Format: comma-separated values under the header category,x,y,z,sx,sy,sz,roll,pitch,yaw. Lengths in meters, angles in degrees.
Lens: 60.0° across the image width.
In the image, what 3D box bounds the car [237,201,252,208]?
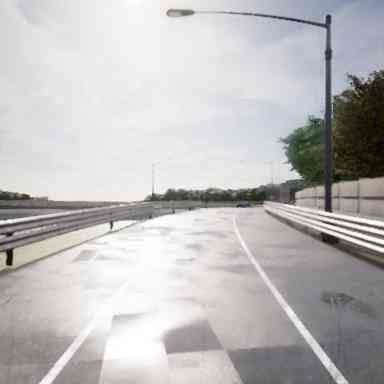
category,x,y,z,sx,sy,sz,roll,pitch,yaw
car,13.196,3.127,83.877,2.097,1.767,4.553,-2,-3,38

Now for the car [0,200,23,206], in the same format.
category,x,y,z,sx,sy,sz,roll,pitch,yaw
car,-28.525,1.911,51.605,4.181,1.385,1.994,1,-2,-23

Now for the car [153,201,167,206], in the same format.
category,x,y,z,sx,sy,sz,roll,pitch,yaw
car,-6.917,2.524,64.523,4.181,1.385,1.994,2,-3,-37
